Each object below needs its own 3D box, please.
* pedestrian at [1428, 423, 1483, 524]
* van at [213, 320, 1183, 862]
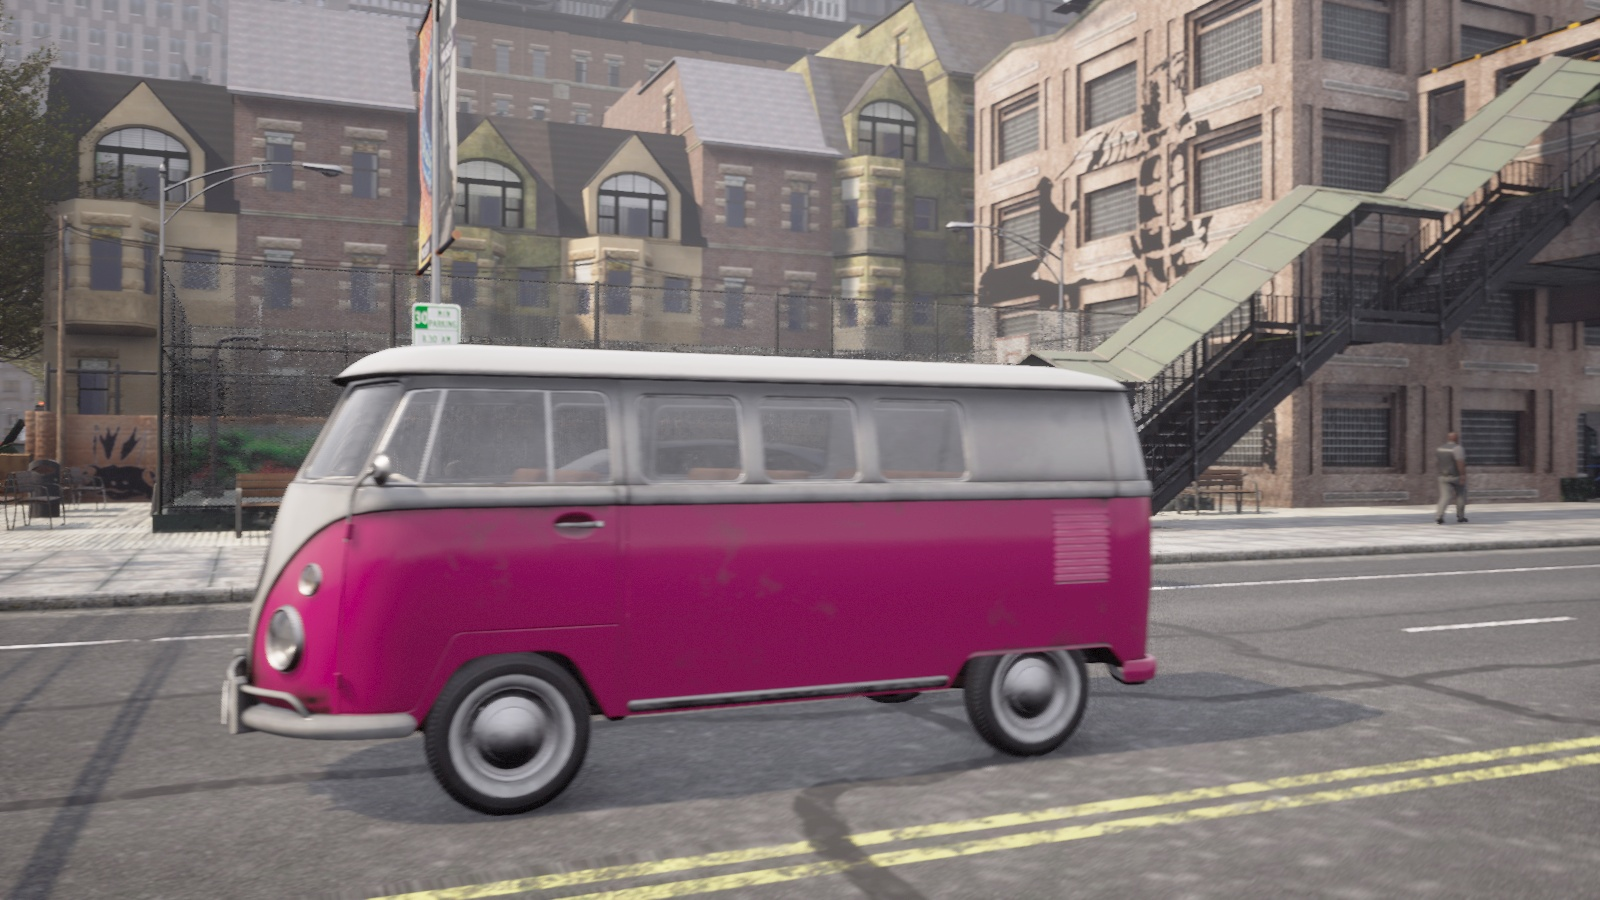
[{"bbox_3d":[12.495,0.438,23.943,0.849,1.883,0.563,0,0,-31],"label":"pedestrian"},{"bbox_3d":[-0.458,0.518,6.298,4.442,1.987,1.775,0,0,-23],"label":"van"}]
